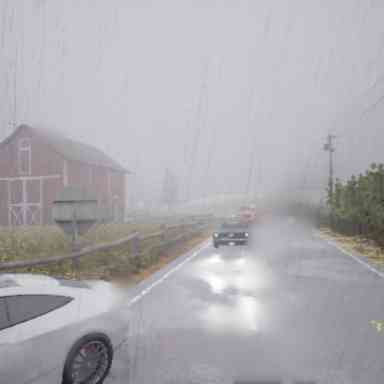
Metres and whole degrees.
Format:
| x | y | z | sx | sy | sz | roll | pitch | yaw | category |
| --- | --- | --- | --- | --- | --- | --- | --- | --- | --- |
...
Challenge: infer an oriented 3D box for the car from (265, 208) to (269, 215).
| x | y | z | sx | sy | sz | roll | pitch | yaw | category |
| --- | --- | --- | --- | --- | --- | --- | --- | --- | --- |
| 10.746 | 3.151 | 54.642 | 1.994 | 1.385 | 4.181 | 0 | -2 | -35 | car |

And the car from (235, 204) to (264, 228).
| x | y | z | sx | sy | sz | roll | pitch | yaw | category |
| --- | --- | --- | --- | --- | --- | --- | --- | --- | --- |
| 5.304 | 2.147 | 30.873 | 2.150 | 2.045 | 5.566 | -2 | -2 | 13 | car |

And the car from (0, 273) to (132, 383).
| x | y | z | sx | sy | sz | roll | pitch | yaw | category |
| --- | --- | --- | --- | --- | --- | --- | --- | --- | --- |
| -2.730 | 1.730 | 3.554 | 1.812 | 1.442 | 4.674 | -2 | -2 | 37 | car |

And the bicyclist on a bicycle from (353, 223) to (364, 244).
| x | y | z | sx | sy | sz | roll | pitch | yaw | category |
| --- | --- | --- | --- | --- | --- | --- | --- | --- | --- |
| 8.877 | 1.799 | 16.508 | 1.656 | 1.620 | 0.582 | -2 | -2 | 13 | bicyclist on a bicycle |

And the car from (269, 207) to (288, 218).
| x | y | z | sx | sy | sz | roll | pitch | yaw | category |
| --- | --- | --- | --- | --- | --- | --- | --- | --- | --- |
| 11.838 | 2.710 | 44.596 | 2.128 | 1.511 | 4.902 | -2 | -2 | 12 | car |

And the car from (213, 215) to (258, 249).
| x | y | z | sx | sy | sz | roll | pitch | yaw | category |
| --- | --- | --- | --- | --- | --- | --- | --- | --- | --- |
| 2.314 | 2.151 | 17.584 | 1.895 | 1.301 | 4.718 | -2 | -2 | 13 | car |
